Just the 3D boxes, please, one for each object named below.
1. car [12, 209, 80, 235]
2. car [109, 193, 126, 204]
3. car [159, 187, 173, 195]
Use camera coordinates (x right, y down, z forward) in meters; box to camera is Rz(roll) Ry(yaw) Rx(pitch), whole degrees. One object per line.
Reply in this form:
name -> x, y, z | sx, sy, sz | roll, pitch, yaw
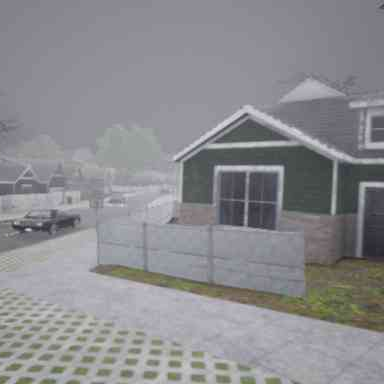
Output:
car -> -8.337, 1.661, 19.608 | 1.895, 1.301, 4.718 | 2, 1, 5
car -> -11.303, 0.970, 50.749 | 1.837, 1.490, 4.892 | 2, 1, -3
car -> -7.391, -0.383, 90.042 | 2.150, 2.045, 5.566 | 2, 2, 6
